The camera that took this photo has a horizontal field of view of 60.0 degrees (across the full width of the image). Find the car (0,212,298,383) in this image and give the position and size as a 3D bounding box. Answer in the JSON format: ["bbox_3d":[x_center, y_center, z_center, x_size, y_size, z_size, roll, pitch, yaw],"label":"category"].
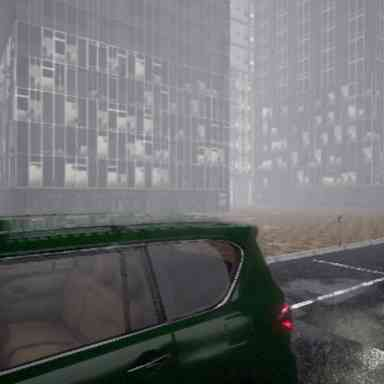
[{"bbox_3d":[-1.678,1.222,2.182,5.566,2.045,2.150,0,0,-35],"label":"car"}]
